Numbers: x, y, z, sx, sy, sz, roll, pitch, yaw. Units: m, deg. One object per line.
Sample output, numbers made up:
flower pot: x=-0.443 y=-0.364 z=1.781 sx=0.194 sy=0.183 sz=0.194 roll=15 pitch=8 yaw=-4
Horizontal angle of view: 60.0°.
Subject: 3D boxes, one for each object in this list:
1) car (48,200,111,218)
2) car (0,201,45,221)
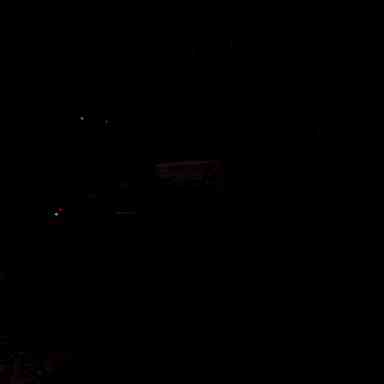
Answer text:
car: x=-8.387 y=1.268 z=25.535 sx=1.895 sy=1.301 sz=4.718 roll=-1 pitch=0 yaw=35
car: x=-12.789 y=1.291 z=23.892 sx=1.947 sy=1.339 sz=4.313 roll=0 pitch=0 yaw=35
